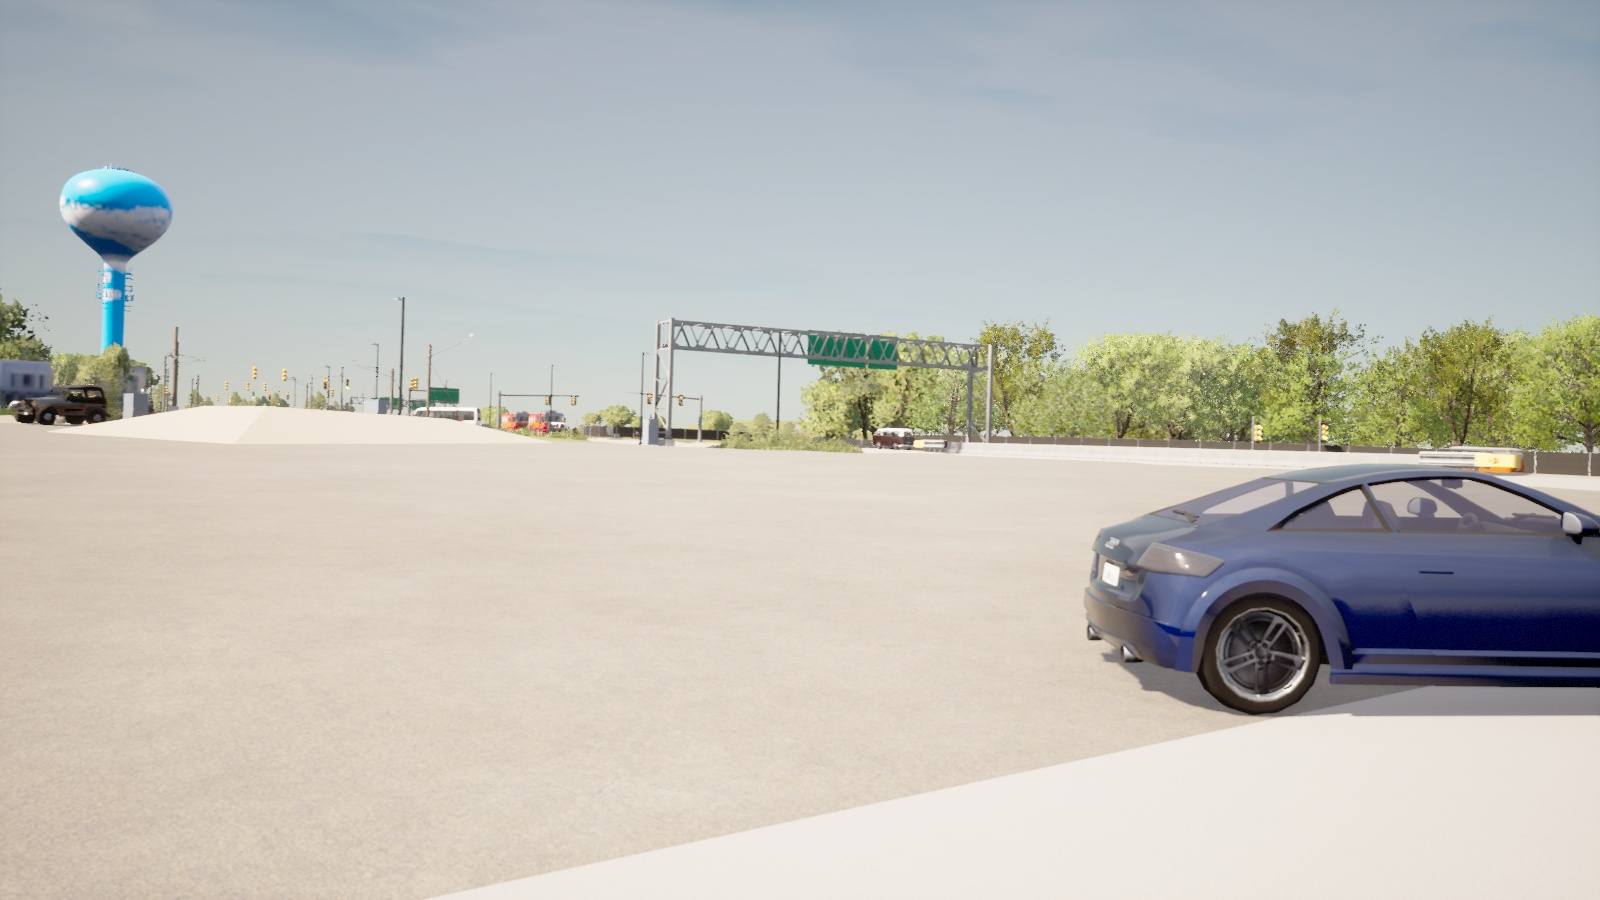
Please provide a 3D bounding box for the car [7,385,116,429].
[{"bbox_3d":[-33.826,-1.943,57.625,1.905,1.878,3.866,3,2,28],"label":"car"}]

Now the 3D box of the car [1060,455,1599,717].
[{"bbox_3d":[3.961,0.768,7.933,4.181,1.385,1.994,1,1,-1],"label":"car"}]

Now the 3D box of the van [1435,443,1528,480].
[{"bbox_3d":[40.103,0.647,73.959,1.775,1.987,4.442,2,0,-32],"label":"van"}]
